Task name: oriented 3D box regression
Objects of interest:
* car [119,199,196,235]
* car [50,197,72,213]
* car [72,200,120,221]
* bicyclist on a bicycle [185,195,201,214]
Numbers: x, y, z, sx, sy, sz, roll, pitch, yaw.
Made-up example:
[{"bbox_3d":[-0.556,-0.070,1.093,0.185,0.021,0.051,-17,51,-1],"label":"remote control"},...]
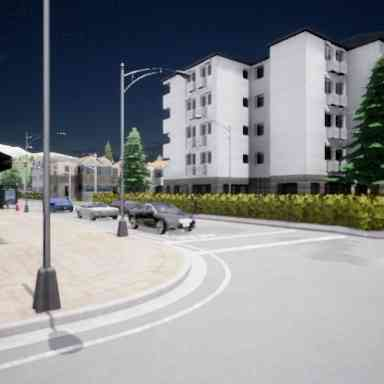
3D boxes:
[{"bbox_3d":[-1.733,1.310,17.809,2.128,1.511,4.902,0,0,-36],"label":"car"},{"bbox_3d":[-13.687,1.296,34.082,1.882,1.535,5.008,0,0,-36],"label":"car"},{"bbox_3d":[-7.261,1.419,25.322,1.895,1.301,4.718,0,0,-36],"label":"car"},{"bbox_3d":[0.112,1.114,27.924,1.656,1.620,0.582,0,0,-36],"label":"bicyclist on a bicycle"}]
